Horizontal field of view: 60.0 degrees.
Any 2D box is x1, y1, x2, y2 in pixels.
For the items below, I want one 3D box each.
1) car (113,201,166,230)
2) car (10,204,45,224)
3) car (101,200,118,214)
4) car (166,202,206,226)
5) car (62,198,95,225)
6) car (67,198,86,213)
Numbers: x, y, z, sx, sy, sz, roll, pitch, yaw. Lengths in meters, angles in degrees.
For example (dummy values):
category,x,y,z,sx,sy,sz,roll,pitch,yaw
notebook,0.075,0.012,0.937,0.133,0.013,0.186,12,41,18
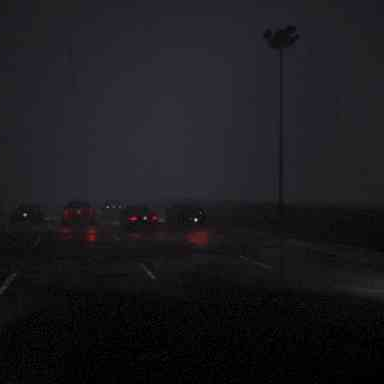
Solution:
category,x,y,z,sx,sy,sz,roll,pitch,yaw
car,-3.510,1.542,21.213,2.033,1.411,5.357,0,0,-20
car,-12.321,1.557,25.071,1.994,1.385,4.181,0,0,-20
car,-8.594,1.540,35.428,2.033,1.411,5.357,0,0,-19
car,-0.567,1.501,23.373,1.837,1.490,4.892,0,0,-20
car,-8.271,1.350,24.135,2.097,1.767,4.553,0,0,-20
car,-13.160,1.469,37.813,1.882,1.535,5.008,0,0,-20
